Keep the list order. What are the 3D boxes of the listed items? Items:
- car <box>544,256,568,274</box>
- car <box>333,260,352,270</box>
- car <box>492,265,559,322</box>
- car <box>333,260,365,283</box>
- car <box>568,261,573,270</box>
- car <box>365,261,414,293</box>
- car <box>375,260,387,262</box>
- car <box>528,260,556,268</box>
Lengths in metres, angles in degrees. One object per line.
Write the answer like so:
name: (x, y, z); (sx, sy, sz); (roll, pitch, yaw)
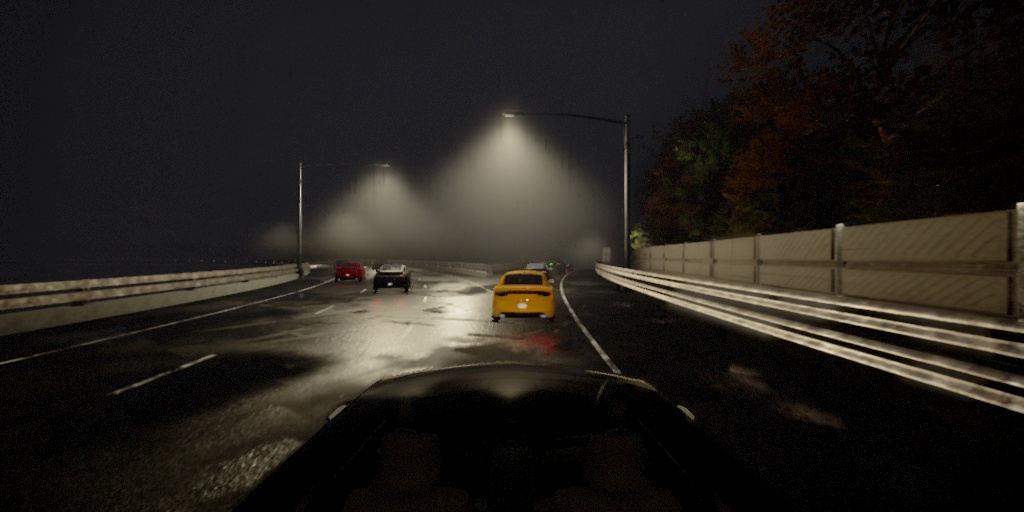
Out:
car: (4.910, 1.001, 41.842); (2.150, 2.045, 5.566); (0, 0, 13)
car: (-25.730, 1.278, 54.340); (1.812, 1.442, 4.674); (0, 0, -34)
car: (0.449, 1.234, 12.397); (1.882, 1.535, 5.008); (0, 0, 4)
car: (-12.697, 1.229, 28.362); (1.882, 1.535, 5.008); (0, 0, -18)
car: (8.082, 1.454, 53.821); (1.895, 1.301, 4.718); (0, -1, 15)
car: (-6.826, 1.245, 20.765); (2.128, 1.511, 4.902); (0, 0, -13)
car: (-17.345, 1.263, 47.400); (1.837, 1.490, 4.892); (0, 0, -29)
car: (1.864, 1.258, 25.842); (2.128, 1.511, 4.902); (0, 0, 8)
